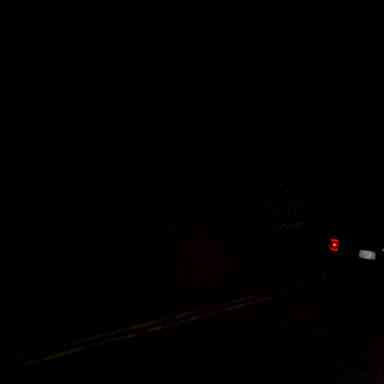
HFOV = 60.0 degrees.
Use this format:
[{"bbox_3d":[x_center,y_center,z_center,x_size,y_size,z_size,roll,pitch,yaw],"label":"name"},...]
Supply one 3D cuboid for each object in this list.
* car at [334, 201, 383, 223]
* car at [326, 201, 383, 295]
[{"bbox_3d":[13.738,1.504,26.692,4.902,1.511,2.128,0,0,-35],"label":"car"},{"bbox_3d":[5.348,1.225,7.563,5.566,2.045,2.150,0,0,-36],"label":"car"}]
